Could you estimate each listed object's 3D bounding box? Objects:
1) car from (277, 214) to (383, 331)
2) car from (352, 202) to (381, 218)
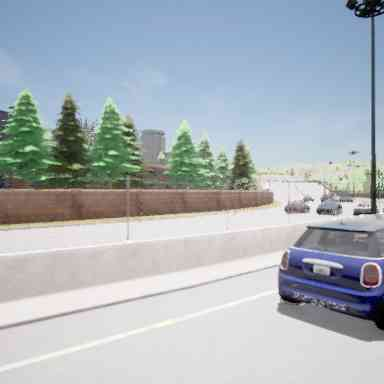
[{"bbox_3d":[3.875,1.365,7.089,4.553,1.767,2.097,0,0,-39],"label":"car"},{"bbox_3d":[16.801,1.658,31.901,1.895,1.301,4.718,0,0,34],"label":"car"}]
